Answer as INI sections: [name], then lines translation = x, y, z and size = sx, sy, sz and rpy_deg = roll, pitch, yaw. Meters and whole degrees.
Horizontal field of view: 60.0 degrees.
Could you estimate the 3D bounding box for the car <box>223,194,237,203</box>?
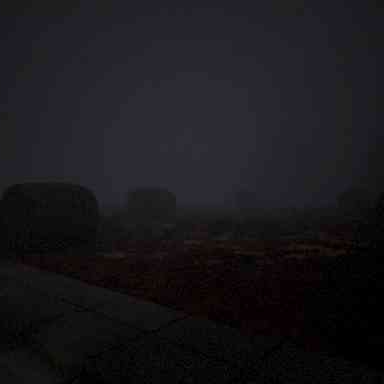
[car]
translation = 8.890, 1.399, 73.451
size = 3.866, 1.878, 1.905
rpy_deg = -2, 6, -7
